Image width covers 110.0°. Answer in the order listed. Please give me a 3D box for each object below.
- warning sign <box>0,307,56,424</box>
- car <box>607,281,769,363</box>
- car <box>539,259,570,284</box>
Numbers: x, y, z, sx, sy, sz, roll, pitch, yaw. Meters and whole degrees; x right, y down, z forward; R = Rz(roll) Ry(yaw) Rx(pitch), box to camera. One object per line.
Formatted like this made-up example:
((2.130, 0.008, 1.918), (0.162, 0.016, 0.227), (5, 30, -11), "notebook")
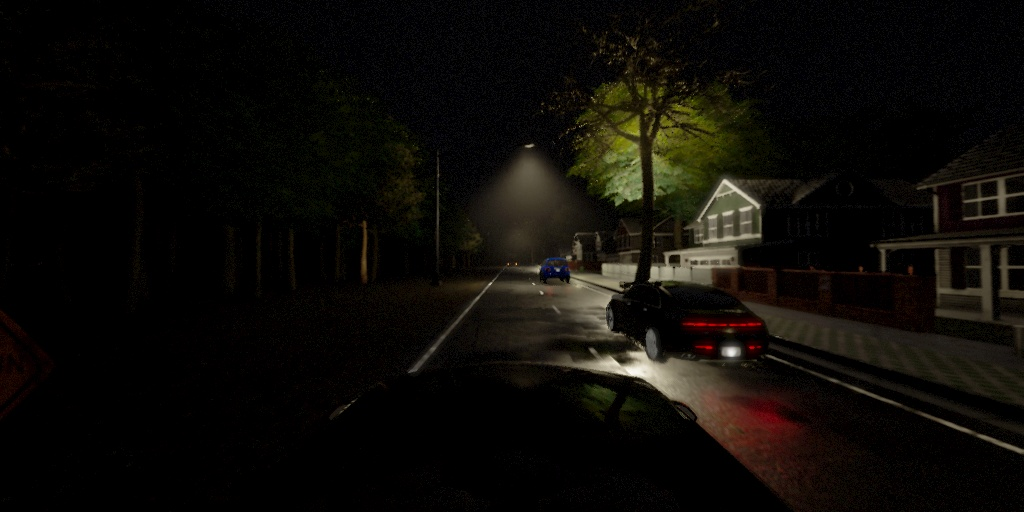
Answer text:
((-3.048, 0.867, 1.897), (1.300, 1.860, 1.060), (0, 0, 0), "warning sign")
((3.585, 1.318, 8.272), (1.837, 1.490, 4.892), (0, 0, 0), "car")
((3.608, 1.245, 30.800), (2.150, 2.045, 5.566), (0, -1, 0), "car")
